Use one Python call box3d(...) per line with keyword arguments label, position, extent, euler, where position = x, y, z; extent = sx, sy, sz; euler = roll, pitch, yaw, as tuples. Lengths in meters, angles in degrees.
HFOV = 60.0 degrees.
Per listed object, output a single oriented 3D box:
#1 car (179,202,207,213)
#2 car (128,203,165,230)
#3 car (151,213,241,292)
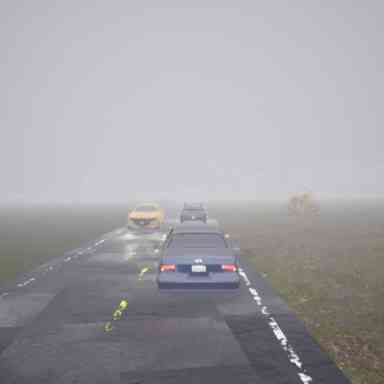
box3d(label="car", position=(0.101, 1.499, 24.544), extent=(2.128, 1.511, 4.902), euler=(0, 0, 0))
box3d(label="car", position=(-2.818, 1.474, 21.269), extent=(1.882, 1.535, 5.008), euler=(1, 0, 0))
box3d(label="car", position=(0.114, 1.549, 9.042), extent=(2.033, 1.411, 5.357), euler=(0, 0, 0))
